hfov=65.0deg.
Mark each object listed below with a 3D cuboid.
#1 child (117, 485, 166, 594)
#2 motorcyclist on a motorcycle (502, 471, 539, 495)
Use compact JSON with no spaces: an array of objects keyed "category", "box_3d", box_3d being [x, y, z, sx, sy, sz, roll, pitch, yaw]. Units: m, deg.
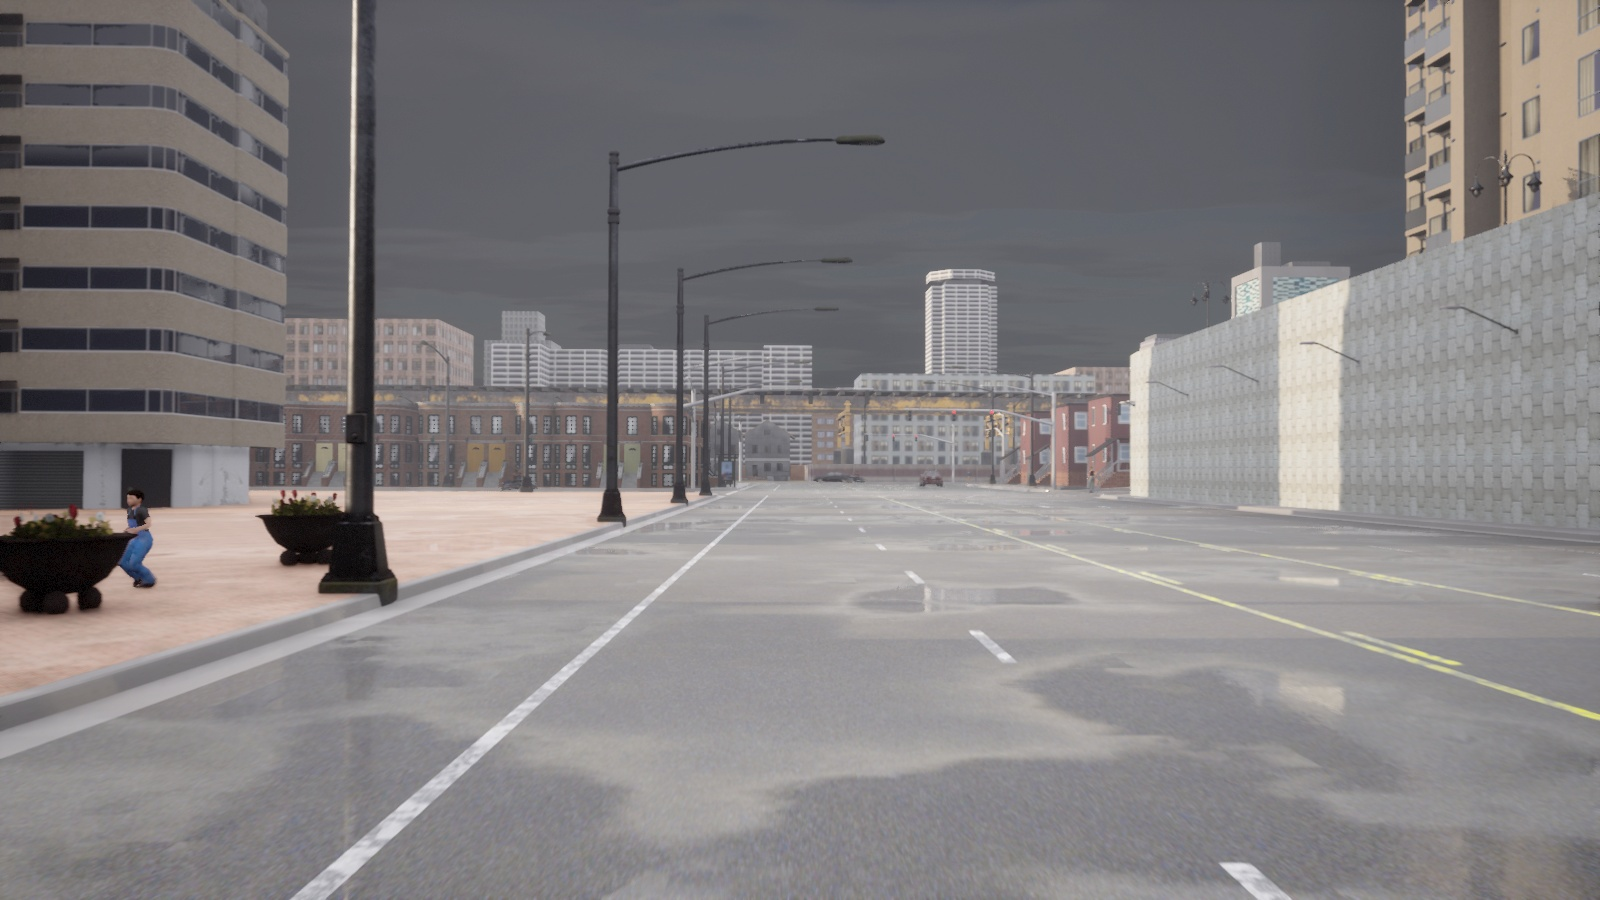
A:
[{"category":"child","box_3d":[-7.802,1.045,14.888,0.270,1.263,0.437,-1,-1,32]},{"category":"motorcyclist on a motorcycle","box_3d":[-19.416,2.304,87.242,2.350,1.649,0.766,0,-1,0]}]
